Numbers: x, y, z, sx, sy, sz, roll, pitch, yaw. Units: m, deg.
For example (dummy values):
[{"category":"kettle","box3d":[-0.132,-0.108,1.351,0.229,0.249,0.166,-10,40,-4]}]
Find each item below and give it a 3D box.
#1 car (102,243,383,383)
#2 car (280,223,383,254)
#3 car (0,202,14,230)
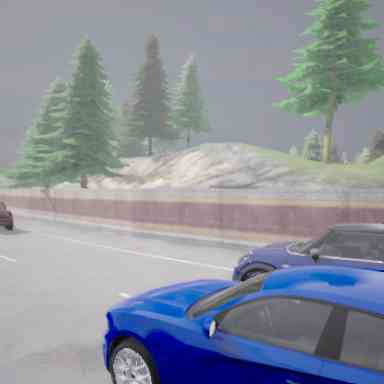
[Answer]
[{"category":"car","box3d":[1.234,1.484,3.207,5.008,1.535,1.882,0,0,36]},{"category":"car","box3d":[3.027,1.368,6.238,4.553,1.767,2.097,0,0,36]},{"category":"car","box3d":[-12.110,1.267,19.306,4.553,1.767,2.097,0,0,45]}]
